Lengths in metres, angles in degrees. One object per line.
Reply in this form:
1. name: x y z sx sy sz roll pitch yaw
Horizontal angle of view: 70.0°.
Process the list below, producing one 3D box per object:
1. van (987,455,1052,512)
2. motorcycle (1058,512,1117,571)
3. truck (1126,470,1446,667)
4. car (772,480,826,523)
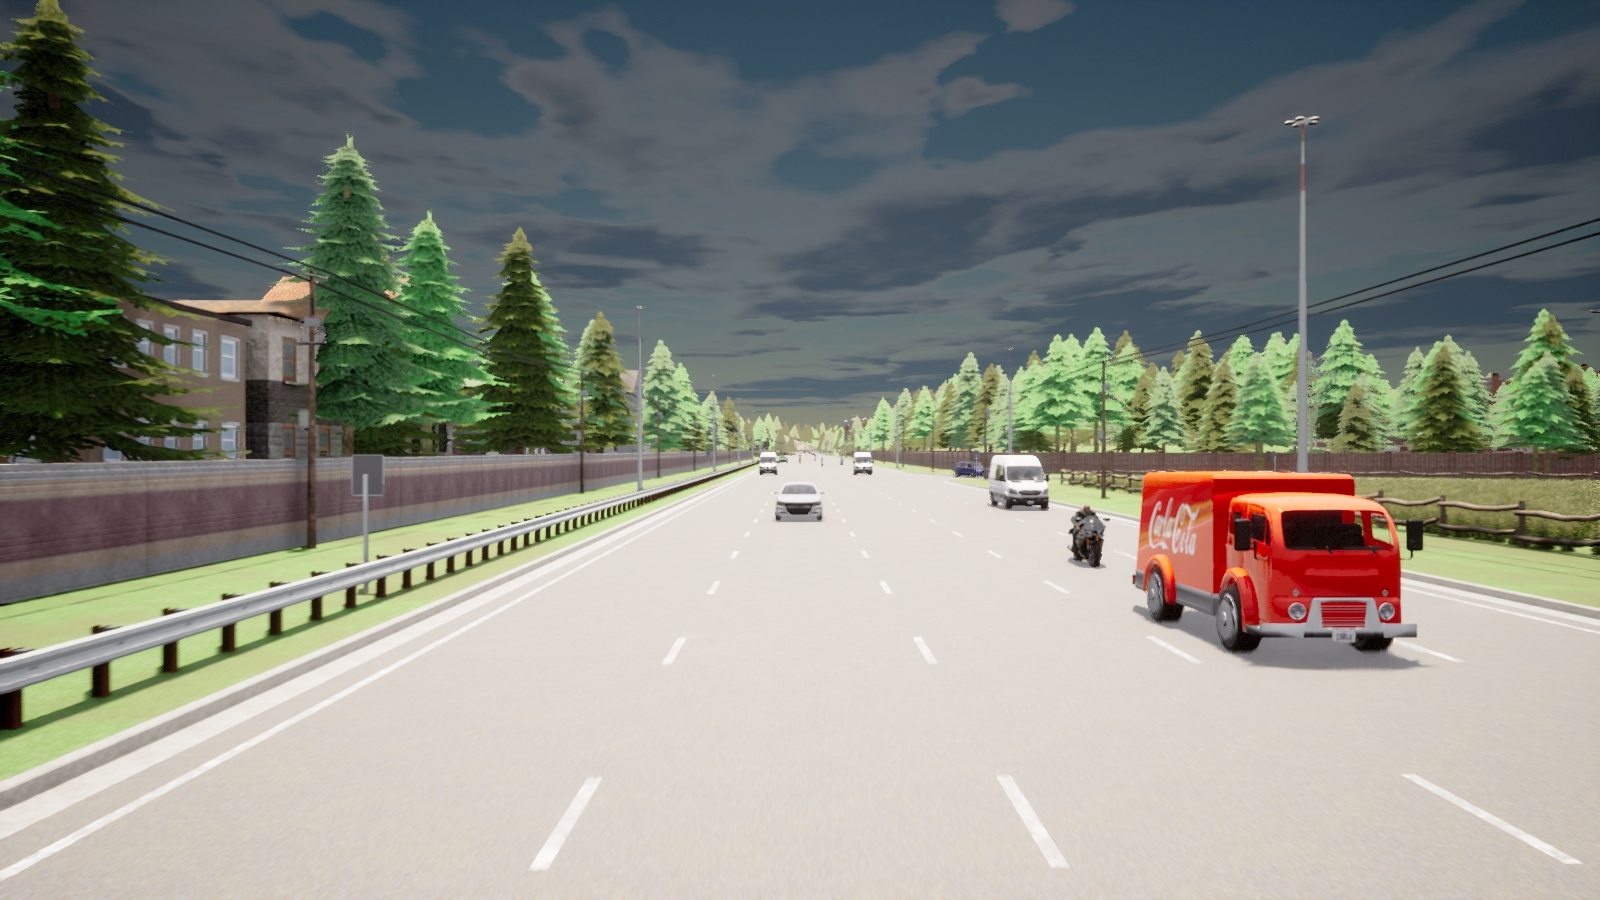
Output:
1. van: 10.493 1.534 54.955 1.988 2.561 5.915 0 0 0
2. motorcycle: 6.998 2.205 27.932 0.867 1.251 2.209 0 0 0
3. truck: 6.996 1.570 17.309 2.627 2.467 5.204 0 0 0
4. car: -0.025 2.034 46.466 2.097 1.535 5.006 0 0 0
